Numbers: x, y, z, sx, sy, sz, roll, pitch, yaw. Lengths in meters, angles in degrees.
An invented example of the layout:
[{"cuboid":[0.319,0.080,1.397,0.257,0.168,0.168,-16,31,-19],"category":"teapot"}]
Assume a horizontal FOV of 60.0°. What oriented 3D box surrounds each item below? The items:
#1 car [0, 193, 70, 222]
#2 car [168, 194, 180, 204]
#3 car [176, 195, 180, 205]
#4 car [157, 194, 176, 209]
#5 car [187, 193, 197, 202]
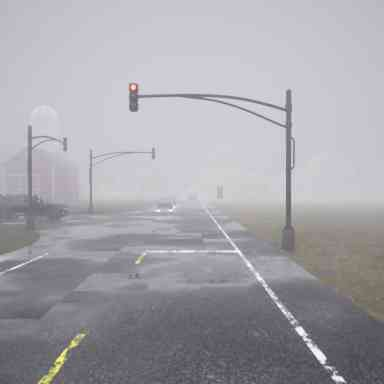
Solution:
[{"cuboid":[-12.194,1.119,25.117,5.566,2.045,2.150,0,1,-10],"category":"car"},{"cuboid":[-3.486,1.286,65.031,2.097,1.767,4.553,0,0,1],"category":"car"},{"cuboid":[-3.546,1.515,55.006,1.994,1.385,4.181,0,0,0],"category":"car"},{"cuboid":[-3.561,1.443,45.112,1.882,1.535,5.008,0,0,0],"category":"car"},{"cuboid":[0.067,1.134,74.720,2.150,2.045,5.566,0,0,0],"category":"car"}]
